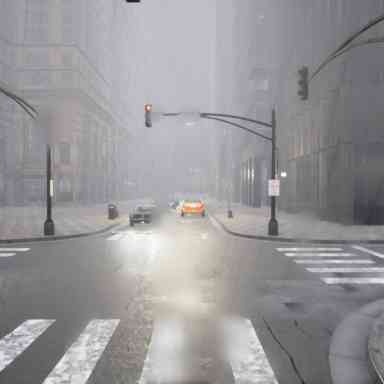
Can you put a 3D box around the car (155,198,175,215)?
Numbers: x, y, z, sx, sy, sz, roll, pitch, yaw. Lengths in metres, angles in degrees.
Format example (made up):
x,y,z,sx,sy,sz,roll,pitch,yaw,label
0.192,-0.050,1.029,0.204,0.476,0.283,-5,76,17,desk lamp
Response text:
x,y,z,sx,sy,sz,roll,pitch,yaw,label
-3.105,1.564,33.170,1.994,1.385,4.181,0,0,0,car

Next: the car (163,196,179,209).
x,y,z,sx,sy,sz,roll,pitch,yaw,label
-3.111,1.354,43.171,2.097,1.767,4.553,0,0,0,car

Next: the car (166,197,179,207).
x,y,z,sx,sy,sz,roll,pitch,yaw,label
-3.071,1.531,53.213,1.812,1.442,4.674,0,0,0,car

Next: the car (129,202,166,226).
x,y,z,sx,sy,sz,roll,pitch,yaw,label
-3.108,1.601,23.227,1.895,1.301,4.718,0,0,0,car

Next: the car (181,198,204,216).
x,y,z,sx,sy,sz,roll,pitch,yaw,label
0.078,1.351,32.269,2.097,1.767,4.553,0,0,0,car
